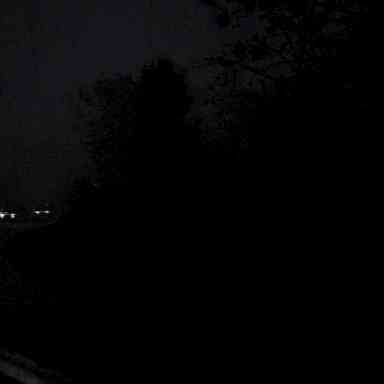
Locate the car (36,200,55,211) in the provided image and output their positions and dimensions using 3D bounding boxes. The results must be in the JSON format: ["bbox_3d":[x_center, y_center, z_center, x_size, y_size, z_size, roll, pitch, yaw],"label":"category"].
[{"bbox_3d":[-27.164,2.464,61.738,2.150,2.045,5.566,-1,-2,-9],"label":"car"}]

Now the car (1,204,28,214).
[{"bbox_3d":[-25.053,2.354,47.210,2.033,1.411,5.357,-1,-2,-8],"label":"car"}]
